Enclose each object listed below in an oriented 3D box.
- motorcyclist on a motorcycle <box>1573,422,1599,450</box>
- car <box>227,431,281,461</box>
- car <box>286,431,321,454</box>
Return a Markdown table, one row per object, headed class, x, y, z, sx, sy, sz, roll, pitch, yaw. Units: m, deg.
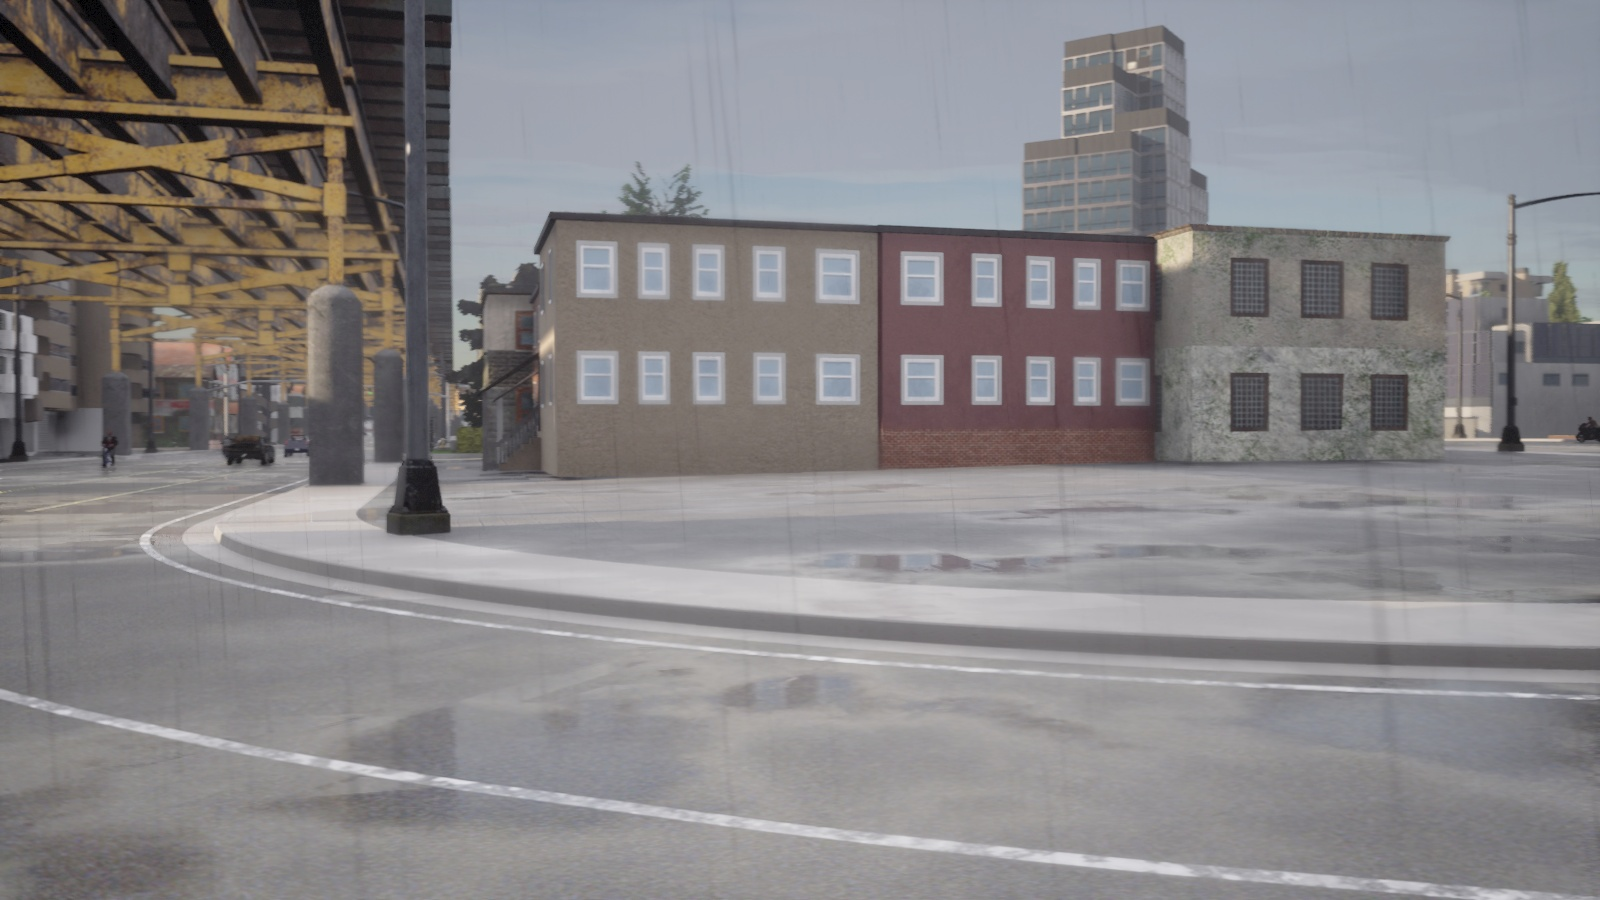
| class | x | y | z | sx | sy | sz | roll | pitch | yaw |
| --- | --- | --- | --- | --- | --- | --- | --- | --- | --- |
| motorcyclist on a motorcycle | 44.391 | -0.784 | 70.157 | 0.797 | 1.523 | 2.044 | 0 | 2 | -15 |
| car | -28.144 | -0.221 | 64.875 | 1.837 | 1.490 | 4.892 | 0 | 1 | -15 |
| car | -33.639 | -0.527 | 85.128 | 1.845 | 1.501 | 3.633 | 0 | 1 | -15 |
